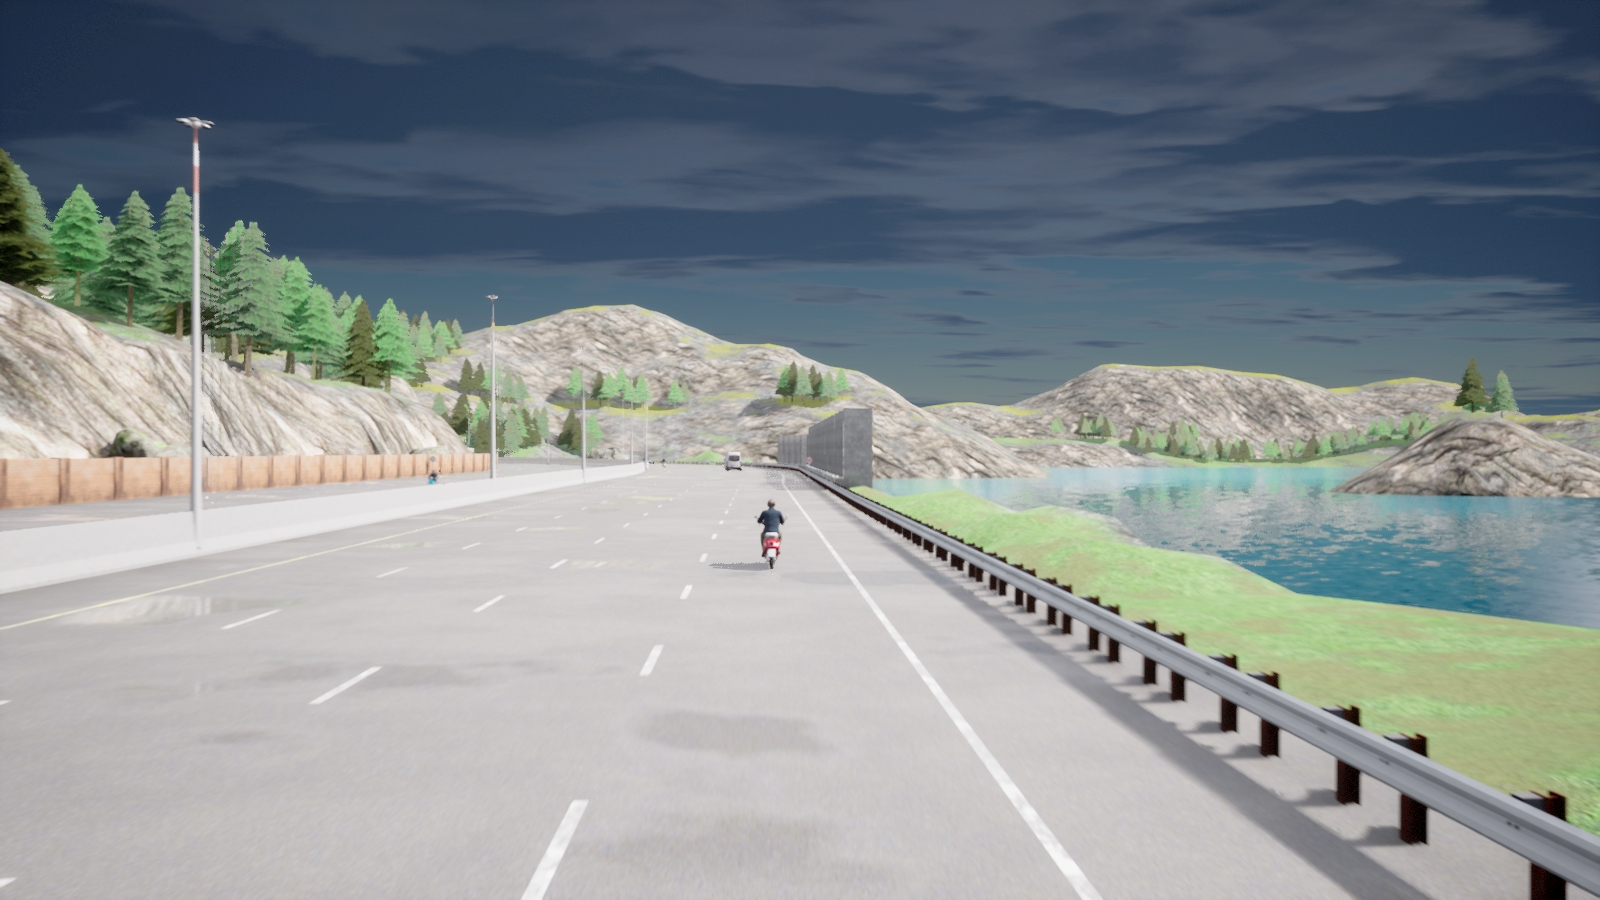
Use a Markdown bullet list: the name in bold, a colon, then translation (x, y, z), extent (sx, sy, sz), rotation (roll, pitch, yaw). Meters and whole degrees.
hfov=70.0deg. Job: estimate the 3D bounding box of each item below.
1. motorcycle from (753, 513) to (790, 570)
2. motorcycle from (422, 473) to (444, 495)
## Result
- **motorcycle**: translation (-0.704, 2.190, 27.725), extent (0.856, 1.236, 1.805), rotation (0, 0, -2)
- **motorcycle**: translation (-23.361, 2.167, 72.720), extent (0.856, 1.334, 1.805), rotation (0, 0, -2)
